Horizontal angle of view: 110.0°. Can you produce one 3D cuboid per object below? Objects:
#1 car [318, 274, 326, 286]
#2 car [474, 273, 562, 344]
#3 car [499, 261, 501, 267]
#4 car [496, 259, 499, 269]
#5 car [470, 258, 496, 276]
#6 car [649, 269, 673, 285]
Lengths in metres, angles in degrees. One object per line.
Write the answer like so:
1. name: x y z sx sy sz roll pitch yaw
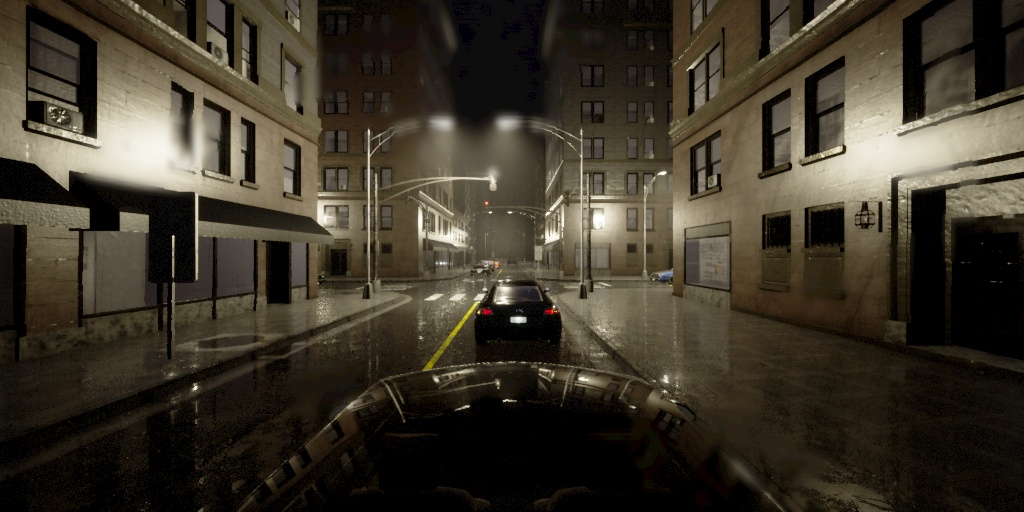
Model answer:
1. car: -14.086 1.387 21.930 4.718 1.301 1.895 0 0 0
2. car: 0.115 1.314 9.555 1.994 1.385 4.181 0 0 -1
3. car: -3.085 1.093 55.907 2.097 1.767 4.553 0 0 -1
4. car: -3.098 1.294 46.125 2.033 1.411 5.357 0 0 0
5. car: -3.094 1.240 36.383 2.128 1.511 4.902 0 0 0
6. car: 12.616 1.261 25.215 5.357 1.411 2.033 0 0 0
